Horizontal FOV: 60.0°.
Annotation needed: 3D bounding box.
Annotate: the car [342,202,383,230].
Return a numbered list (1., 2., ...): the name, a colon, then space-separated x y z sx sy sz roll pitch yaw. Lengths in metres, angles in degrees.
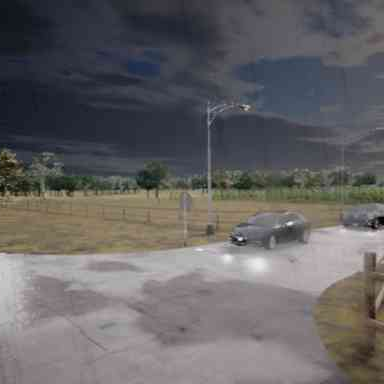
1. car: 12.296 1.572 23.212 4.553 1.767 2.097 1 0 -43

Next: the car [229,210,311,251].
1. car: 3.639 1.622 15.036 4.892 1.490 1.837 -1 1 -45
